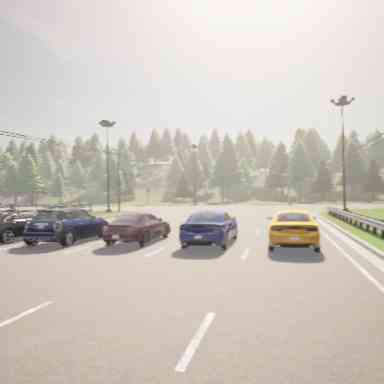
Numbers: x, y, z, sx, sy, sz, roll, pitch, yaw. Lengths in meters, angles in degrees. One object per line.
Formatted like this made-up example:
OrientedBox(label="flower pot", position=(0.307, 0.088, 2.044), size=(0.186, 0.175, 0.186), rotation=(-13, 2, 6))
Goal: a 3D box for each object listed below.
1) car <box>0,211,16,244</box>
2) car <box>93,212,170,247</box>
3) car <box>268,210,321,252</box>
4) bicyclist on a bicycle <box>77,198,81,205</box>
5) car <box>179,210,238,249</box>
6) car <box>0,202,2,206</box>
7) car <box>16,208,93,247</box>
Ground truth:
OrientedBox(label="car", position=(-9.310, 1.769, 17.568), size=(2.128, 1.511, 4.902), rotation=(-1, 0, 15))
OrientedBox(label="car", position=(-2.525, 1.669, 15.846), size=(1.812, 1.442, 4.674), rotation=(-1, 0, 15))
OrientedBox(label="car", position=(4.266, 1.488, 14.149), size=(1.882, 1.535, 5.008), rotation=(-1, 0, 15))
OrientedBox(label="bicyclist on a bicycle", position=(-24.851, 2.199, 73.026), size=(0.582, 1.620, 1.656), rotation=(-1, 0, 15))
OrientedBox(label="car", position=(0.883, 1.555, 15.044), size=(1.882, 1.535, 5.008), rotation=(-1, 0, 15))
OrientedBox(label="car", position=(-44.763, 2.753, 74.234), size=(4.892, 1.490, 1.837), rotation=(-1, 0, 15))
OrientedBox(label="car", position=(-5.988, 1.560, 16.462), size=(2.097, 1.767, 4.553), rotation=(-1, -1, 15))
